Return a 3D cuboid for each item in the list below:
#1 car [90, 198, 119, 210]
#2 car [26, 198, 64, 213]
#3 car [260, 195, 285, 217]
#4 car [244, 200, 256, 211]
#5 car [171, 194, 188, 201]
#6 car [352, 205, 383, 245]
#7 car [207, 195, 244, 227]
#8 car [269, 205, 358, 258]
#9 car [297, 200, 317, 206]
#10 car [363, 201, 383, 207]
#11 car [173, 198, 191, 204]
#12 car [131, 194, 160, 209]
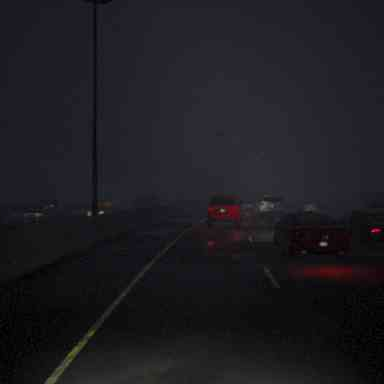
[{"bbox_3d":[-11.227,1.492,42.973,1.882,1.535,5.008,0,0,16],"label":"car"},{"bbox_3d":[-16.367,1.505,37.210,1.837,1.490,4.892,0,0,14],"label":"car"},{"bbox_3d":[7.681,1.263,31.851,2.150,2.045,5.566,0,0,14],"label":"car"},{"bbox_3d":[6.767,1.649,41.446,1.895,1.301,4.718,0,0,17],"label":"car"},{"bbox_3d":[-2.906,1.337,76.315,2.128,1.511,4.902,0,0,21],"label":"car"},{"bbox_3d":[8.184,1.577,15.526,2.033,1.411,5.357,0,0,7],"label":"car"},{"bbox_3d":[2.363,1.248,23.501,2.150,2.045,5.566,0,0,10],"label":"car"},{"bbox_3d":[4.413,1.497,12.989,1.882,1.535,5.008,0,0,6],"label":"car"},{"bbox_3d":[12.220,1.579,35.239,1.812,1.442,4.674,0,0,16],"label":"car"},{"bbox_3d":[13.061,1.397,23.565,2.097,1.767,4.553,0,0,10],"label":"car"},{"bbox_3d":[-1.379,1.605,50.735,1.994,1.385,4.181,0,0,20],"label":"car"},{"bbox_3d":[-6.440,1.251,46.717,2.150,2.045,5.566,0,0,18],"label":"car"}]
